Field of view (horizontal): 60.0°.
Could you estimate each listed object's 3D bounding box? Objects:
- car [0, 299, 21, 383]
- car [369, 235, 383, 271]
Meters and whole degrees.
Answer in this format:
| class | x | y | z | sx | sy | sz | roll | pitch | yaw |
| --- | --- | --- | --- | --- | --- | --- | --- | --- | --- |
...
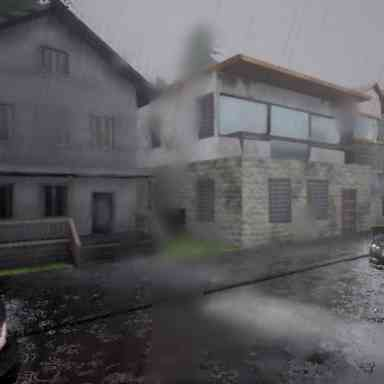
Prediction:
| class | x | y | z | sx | sy | sz | roll | pitch | yaw |
| --- | --- | --- | --- | --- | --- | --- | --- | --- | --- |
| car | -3.753 | 1.500 | 1.925 | 4.902 | 1.511 | 2.128 | 0 | 0 | -35 |
| car | 7.005 | 1.447 | 9.578 | 4.902 | 1.511 | 2.128 | 0 | 0 | -35 |
